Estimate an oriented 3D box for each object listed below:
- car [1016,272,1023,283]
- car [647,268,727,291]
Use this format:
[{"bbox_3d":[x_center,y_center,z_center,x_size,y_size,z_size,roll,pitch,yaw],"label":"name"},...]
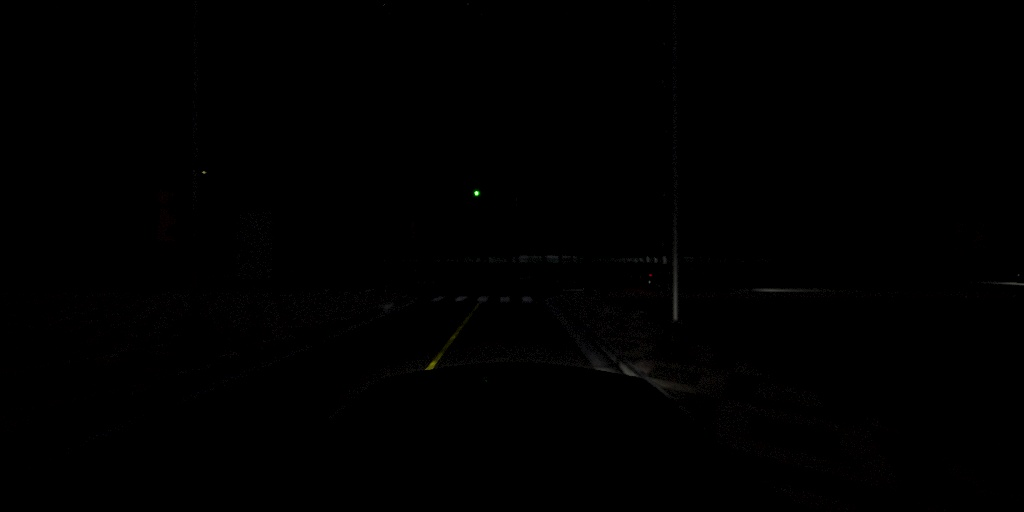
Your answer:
[{"bbox_3d":[45.533,1.584,30.093,4.674,1.442,1.812,0,0,1],"label":"car"},{"bbox_3d":[11.540,1.513,23.765,4.902,1.511,2.128,0,0,0],"label":"car"}]
